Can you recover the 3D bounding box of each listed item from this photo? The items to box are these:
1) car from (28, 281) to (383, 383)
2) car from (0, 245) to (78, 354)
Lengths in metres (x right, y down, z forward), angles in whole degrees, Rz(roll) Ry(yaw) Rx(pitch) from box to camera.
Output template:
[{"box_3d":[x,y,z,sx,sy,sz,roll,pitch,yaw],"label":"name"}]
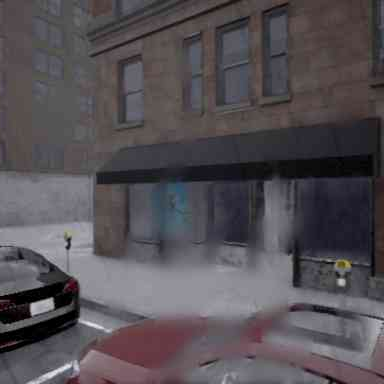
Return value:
[{"box_3d":[0.772,1.584,2.534,4.206,1.307,1.802,-1,0,35],"label":"car"},{"box_3d":[-3.730,1.610,5.732,4.313,1.339,1.947,-1,0,35],"label":"car"}]
